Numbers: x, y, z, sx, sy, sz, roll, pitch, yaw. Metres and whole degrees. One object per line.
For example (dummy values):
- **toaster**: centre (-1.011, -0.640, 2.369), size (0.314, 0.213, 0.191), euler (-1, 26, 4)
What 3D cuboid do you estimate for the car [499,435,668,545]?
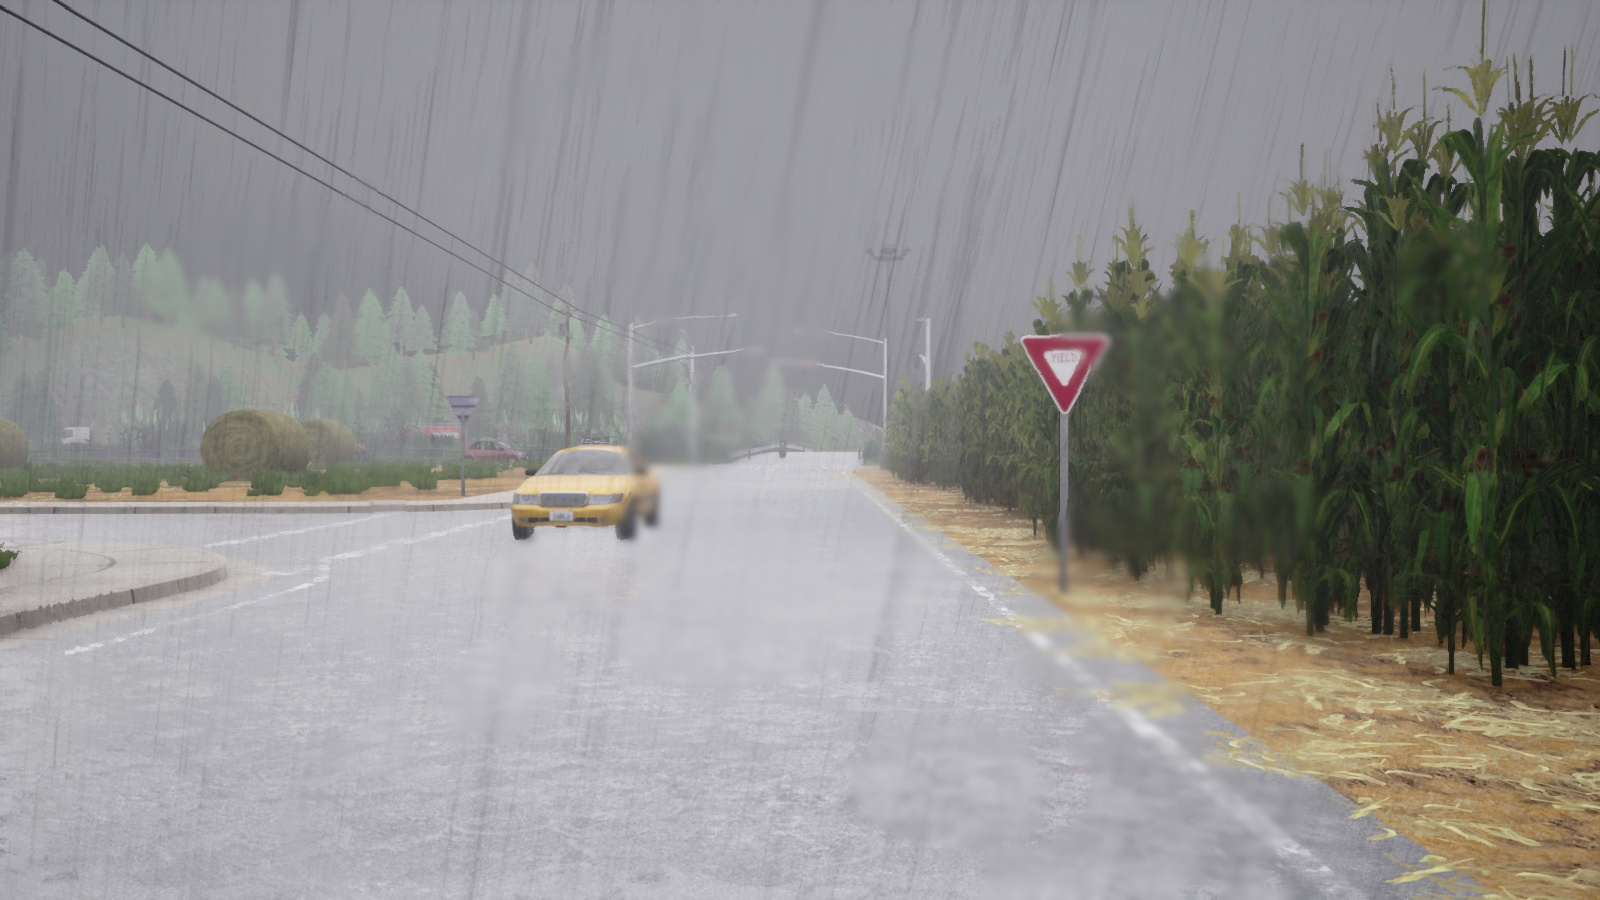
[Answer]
- **car**: centre (-3.372, 0.557, 20.599), size (1.801, 1.575, 5.366), euler (0, 0, 0)

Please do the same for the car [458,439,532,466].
- **car**: centre (-18.478, 0.165, 76.190), size (3.988, 1.617, 1.851), euler (0, 0, 3)
